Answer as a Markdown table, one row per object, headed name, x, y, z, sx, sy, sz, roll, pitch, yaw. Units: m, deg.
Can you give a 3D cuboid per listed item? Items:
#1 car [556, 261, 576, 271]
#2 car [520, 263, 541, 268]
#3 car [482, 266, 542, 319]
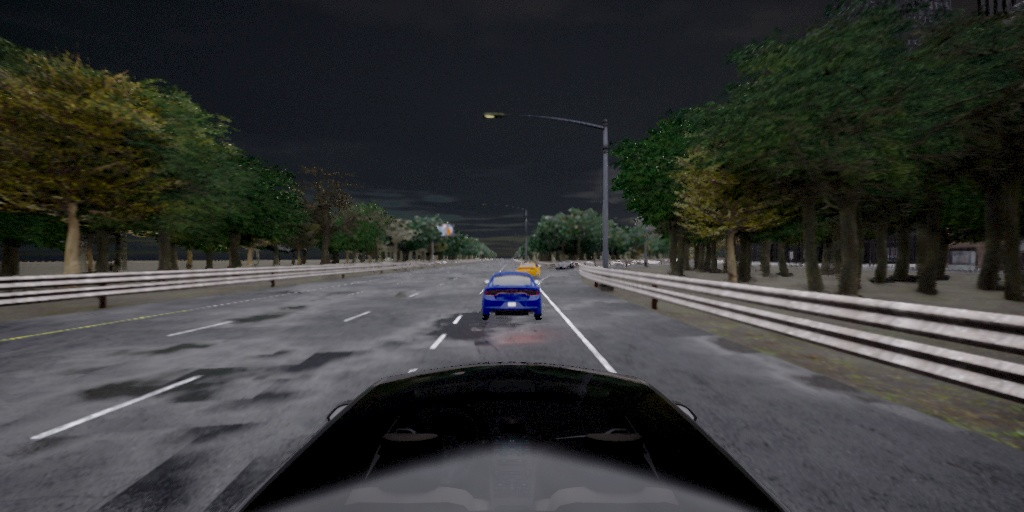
| name | x | y | z | sx | sy | sz | roll | pitch | yaw |
| --- | --- | --- | --- | --- | --- | --- | --- | --- | --- |
| car | 8.500 | 1.557 | 56.432 | 2.033 | 1.411 | 5.357 | 0 | 0 | 26 |
| car | 1.782 | 1.412 | 36.310 | 1.882 | 1.535 | 5.008 | 0 | -1 | 11 |
| car | 0.001 | 1.300 | 13.061 | 1.882 | 1.535 | 5.008 | 0 | -1 | 0 |
